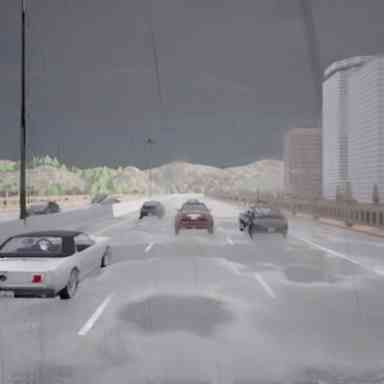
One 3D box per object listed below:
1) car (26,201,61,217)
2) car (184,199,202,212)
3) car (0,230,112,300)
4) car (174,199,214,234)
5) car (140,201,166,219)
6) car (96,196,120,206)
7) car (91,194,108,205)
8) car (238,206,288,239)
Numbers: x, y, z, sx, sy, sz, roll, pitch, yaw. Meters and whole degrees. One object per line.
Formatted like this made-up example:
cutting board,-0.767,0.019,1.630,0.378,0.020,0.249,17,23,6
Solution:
car,-14.069,1.553,31.607,1.812,1.442,4.674,0,0,0
car,0.119,1.588,40.605,2.033,1.411,5.357,0,0,0
car,-3.402,1.602,8.311,1.895,1.301,4.718,0,0,0
car,0.110,1.361,19.476,2.097,1.767,4.553,0,0,0
car,-3.386,1.527,29.034,1.837,1.490,4.892,0,0,0
car,-10.530,1.552,43.052,1.837,1.490,4.892,0,-1,1
car,-17.470,1.355,63.464,2.150,2.045,5.566,0,0,0
car,3.608,1.498,17.473,2.128,1.511,4.902,0,0,0
